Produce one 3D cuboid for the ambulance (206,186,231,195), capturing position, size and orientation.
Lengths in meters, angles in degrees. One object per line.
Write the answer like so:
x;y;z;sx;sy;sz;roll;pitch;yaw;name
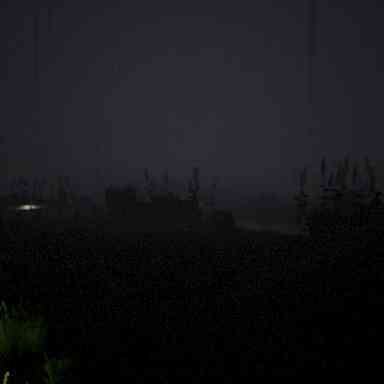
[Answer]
2.888;0.389;47.794;2.351;2.431;6.366;0;-1;43;ambulance
